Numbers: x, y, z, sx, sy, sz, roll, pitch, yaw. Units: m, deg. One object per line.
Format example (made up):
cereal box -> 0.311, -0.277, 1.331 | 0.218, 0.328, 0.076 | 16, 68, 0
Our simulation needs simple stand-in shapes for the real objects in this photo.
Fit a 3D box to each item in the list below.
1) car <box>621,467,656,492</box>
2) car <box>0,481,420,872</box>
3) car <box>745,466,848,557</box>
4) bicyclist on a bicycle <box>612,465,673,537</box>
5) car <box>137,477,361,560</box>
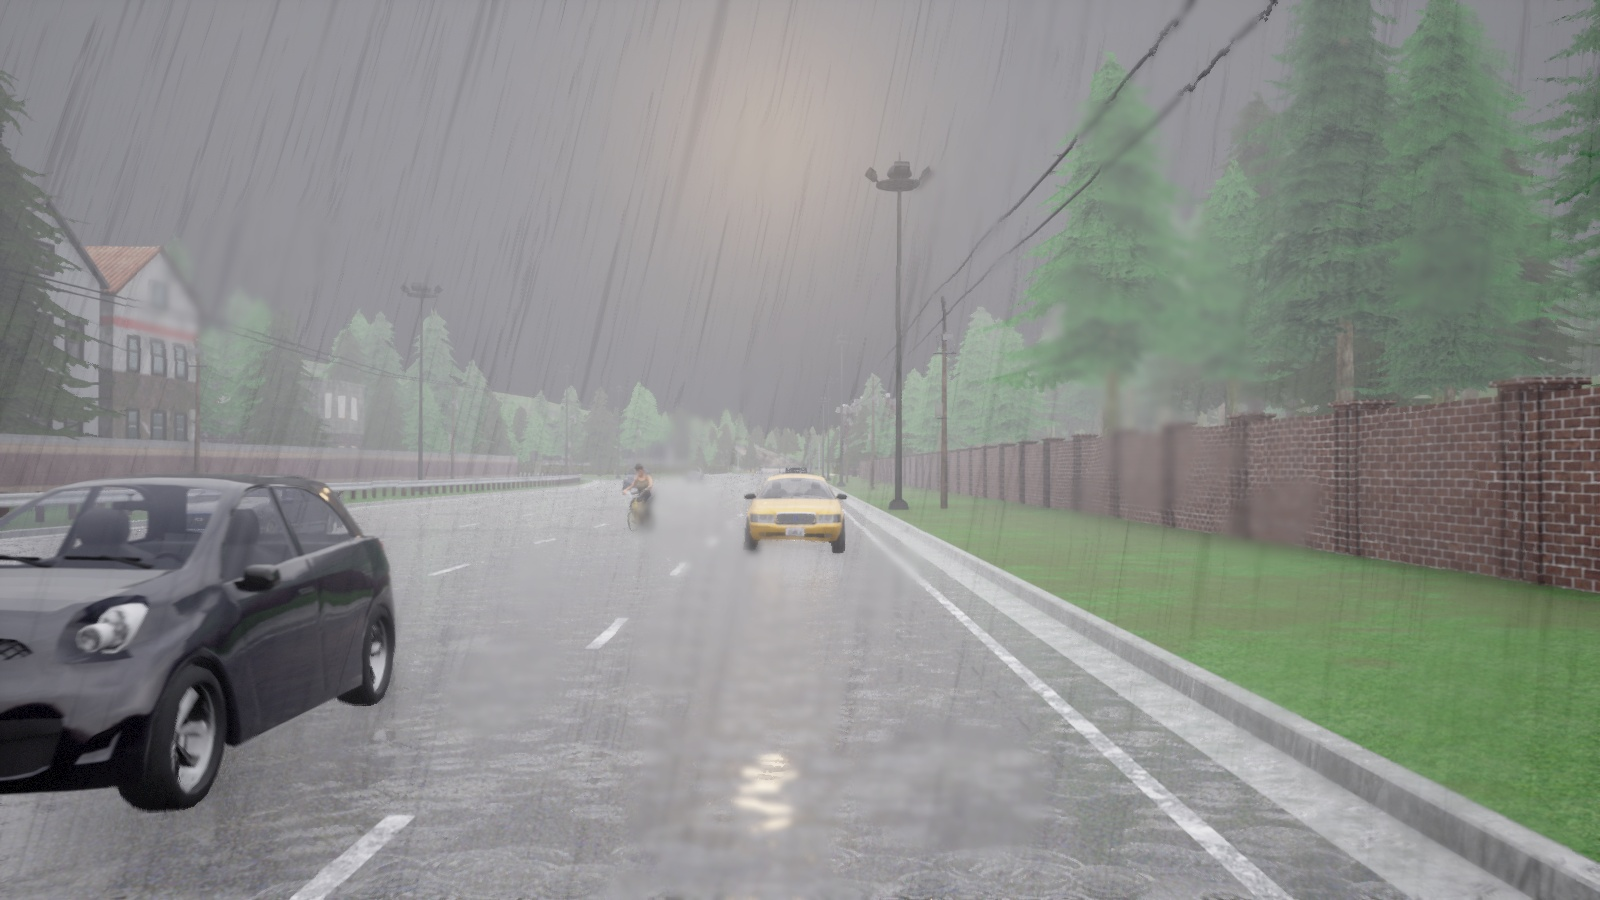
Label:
car -> -10.726, 1.971, 83.740 | 1.851, 1.617, 3.988 | 0, -1, 0
car -> -3.518, 0.937, 6.764 | 1.845, 1.501, 3.633 | 0, -1, 0
car -> -0.066, 1.108, 24.600 | 1.801, 1.575, 5.366 | 0, -1, 0
bicyclist on a bicycle -> -3.747, 1.201, 30.016 | 0.866, 1.612, 1.509 | -3, 0, 13
car -> -10.566, 1.259, 24.624 | 2.033, 1.411, 5.357 | 0, -1, 0
